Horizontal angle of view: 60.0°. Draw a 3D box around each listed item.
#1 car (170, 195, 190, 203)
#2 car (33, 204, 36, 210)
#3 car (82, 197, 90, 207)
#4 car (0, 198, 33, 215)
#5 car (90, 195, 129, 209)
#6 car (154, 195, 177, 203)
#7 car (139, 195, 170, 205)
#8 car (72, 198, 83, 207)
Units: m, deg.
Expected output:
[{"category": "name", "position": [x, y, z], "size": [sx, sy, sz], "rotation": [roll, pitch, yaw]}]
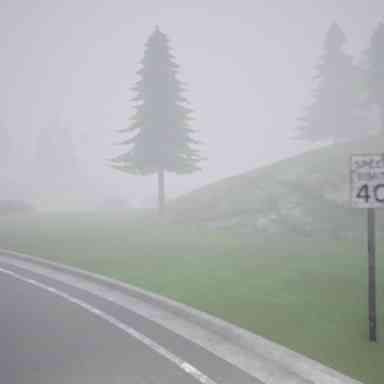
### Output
[{"category": "car", "position": [-2.275, 1.292, 64.466], "size": [1.812, 1.442, 4.674], "rotation": [-1, 0, 39]}, {"category": "car", "position": [-20.331, 1.699, 36.970], "size": [2.033, 1.411, 5.357], "rotation": [-1, 0, 39]}, {"category": "car", "position": [-13.711, 1.580, 50.582], "size": [1.895, 1.301, 4.718], "rotation": [-1, 0, 40]}, {"category": "car", "position": [-18.885, 1.502, 33.211], "size": [2.097, 1.767, 4.553], "rotation": [-1, 0, 39]}, {"category": "car", "position": [-10.474, 1.314, 43.499], "size": [2.097, 1.767, 4.553], "rotation": [-1, 0, 39]}, {"category": "car", "position": [-5.259, 1.394, 66.344], "size": [1.895, 1.301, 4.718], "rotation": [-1, 0, 39]}, {"category": "car", "position": [-6.368, 1.352, 53.969], "size": [1.837, 1.490, 4.892], "rotation": [-1, 0, 40]}, {"category": "car", "position": [-16.575, 1.508, 52.577], "size": [2.128, 1.511, 4.902], "rotation": [-1, 0, 40]}]
